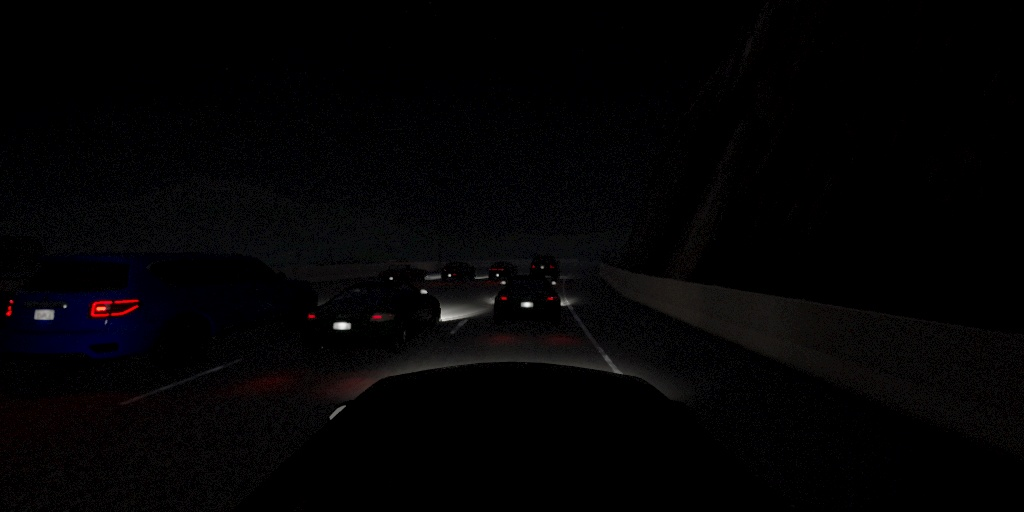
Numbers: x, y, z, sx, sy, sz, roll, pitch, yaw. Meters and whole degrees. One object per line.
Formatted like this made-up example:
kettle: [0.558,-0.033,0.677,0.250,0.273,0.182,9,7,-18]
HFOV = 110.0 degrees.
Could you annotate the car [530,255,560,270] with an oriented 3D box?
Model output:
car: [2.790,0.958,30.124,2.150,2.045,5.566,0,0,10]

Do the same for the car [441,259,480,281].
car: [-4.361,1.223,29.720,1.837,1.490,4.892,0,0,9]

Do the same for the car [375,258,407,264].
car: [-15.221,1.029,46.677,2.097,1.767,4.553,0,0,15]

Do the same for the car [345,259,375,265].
car: [-18.816,1.215,46.862,2.033,1.411,5.357,0,0,14]

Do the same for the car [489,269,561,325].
car: [0.540,1.308,11.860,1.994,1.385,4.181,0,0,4]

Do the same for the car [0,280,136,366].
car: [-10.221,1.283,6.672,1.994,1.385,4.181,0,0,2]

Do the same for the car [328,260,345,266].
car: [-22.007,1.162,48.414,1.837,1.490,4.892,0,0,15]

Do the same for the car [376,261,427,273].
car: [-8.257,1.310,27.687,1.895,1.301,4.718,0,0,9]

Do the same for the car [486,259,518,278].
car: [-0.709,1.232,30.315,1.837,1.490,4.892,0,0,10]

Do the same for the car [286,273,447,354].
car: [-3.137,1.300,8.820,1.994,1.385,4.181,0,0,3]

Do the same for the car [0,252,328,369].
car: [-6.706,0.949,7.903,2.150,2.045,5.566,0,0,2]
